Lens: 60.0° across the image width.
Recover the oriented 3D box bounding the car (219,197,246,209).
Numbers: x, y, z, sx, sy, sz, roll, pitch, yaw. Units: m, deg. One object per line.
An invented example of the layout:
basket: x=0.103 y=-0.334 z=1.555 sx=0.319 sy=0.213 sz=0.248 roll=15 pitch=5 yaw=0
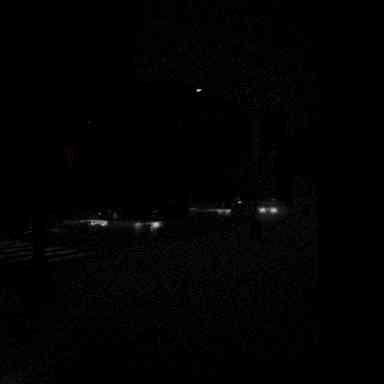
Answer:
car: x=5.266 y=1.348 z=43.441 sx=2.128 sy=1.511 sz=4.902 roll=0 pitch=0 yaw=36

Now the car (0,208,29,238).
car: x=-10.115 y=1.489 z=15.409 sx=1.837 sy=1.490 sz=4.892 roll=-1 pitch=0 yaw=28

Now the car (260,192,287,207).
car: x=11.583 y=1.044 z=46.667 sx=2.150 sy=2.045 sz=5.566 roll=0 pitch=0 yaw=36

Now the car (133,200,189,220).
car: x=-2.206 y=1.401 z=27.302 sx=1.882 sy=1.535 sz=5.008 roll=0 pitch=0 yaw=35

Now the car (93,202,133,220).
car: x=-6.041 y=1.504 z=27.515 sx=1.994 sy=1.385 sz=4.181 roll=0 pitch=0 yaw=35
